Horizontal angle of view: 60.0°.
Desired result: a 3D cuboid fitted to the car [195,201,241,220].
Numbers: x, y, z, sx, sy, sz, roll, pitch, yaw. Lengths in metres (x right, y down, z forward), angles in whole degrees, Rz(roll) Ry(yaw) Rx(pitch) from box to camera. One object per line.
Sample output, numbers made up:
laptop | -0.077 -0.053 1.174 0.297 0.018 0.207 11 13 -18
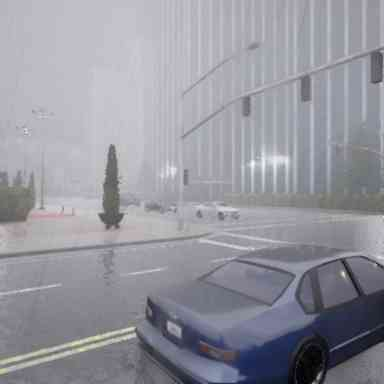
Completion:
car | 2.108 1.537 28.217 1.812 1.442 4.674 0 0 -36

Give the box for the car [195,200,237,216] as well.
car | 2.387 1.578 33.757 1.994 1.385 4.181 0 0 -36

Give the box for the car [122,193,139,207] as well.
car | -9.894 1.233 50.760 2.150 2.045 5.566 0 0 -36

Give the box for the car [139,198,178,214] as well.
car | -3.344 1.503 35.705 2.128 1.511 4.902 0 0 -36

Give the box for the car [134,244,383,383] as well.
car | 1.854 1.551 5.097 5.357 1.411 2.033 0 0 -35

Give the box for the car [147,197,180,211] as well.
car | -3.639 1.491 42.085 1.882 1.535 5.008 0 0 -36
